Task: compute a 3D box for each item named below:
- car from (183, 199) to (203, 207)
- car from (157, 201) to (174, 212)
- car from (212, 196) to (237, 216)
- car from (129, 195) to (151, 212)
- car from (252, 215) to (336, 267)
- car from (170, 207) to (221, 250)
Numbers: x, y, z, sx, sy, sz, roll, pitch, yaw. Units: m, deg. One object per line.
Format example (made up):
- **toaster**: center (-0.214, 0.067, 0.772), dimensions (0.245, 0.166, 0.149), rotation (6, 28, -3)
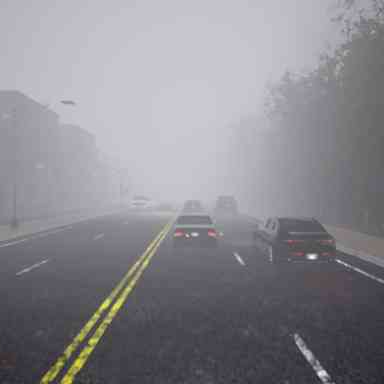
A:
- **car**: center (0.112, 1.527, 35.029), dimensions (2.097, 1.767, 4.553), rotation (0, 0, 0)
- **car**: center (-3.330, 1.813, 42.380), dimensions (1.895, 1.301, 4.718), rotation (0, 0, 0)
- **car**: center (3.361, 1.394, 34.545), dimensions (2.150, 2.045, 5.566), rotation (0, 0, 0)
- **car**: center (-6.578, 1.435, 42.966), dimensions (2.150, 2.045, 5.566), rotation (0, 0, 0)
- **car**: center (3.354, 1.564, 11.696), dimensions (1.837, 1.490, 4.892), rotation (0, 0, 0)
- **car**: center (0.105, 1.622, 14.701), dimensions (2.033, 1.411, 5.357), rotation (0, 0, 0)
